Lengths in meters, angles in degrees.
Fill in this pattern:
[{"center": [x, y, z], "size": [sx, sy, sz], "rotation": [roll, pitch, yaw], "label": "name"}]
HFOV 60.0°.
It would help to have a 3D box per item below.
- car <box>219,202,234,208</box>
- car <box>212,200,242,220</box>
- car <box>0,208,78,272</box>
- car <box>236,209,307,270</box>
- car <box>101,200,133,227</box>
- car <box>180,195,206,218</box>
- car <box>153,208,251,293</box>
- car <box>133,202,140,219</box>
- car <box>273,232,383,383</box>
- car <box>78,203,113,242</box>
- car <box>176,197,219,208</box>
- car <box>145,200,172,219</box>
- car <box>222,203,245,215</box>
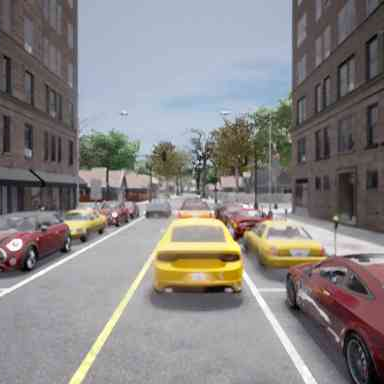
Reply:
[{"center": [2.717, 1.468, 21.421], "size": [1.802, 1.307, 4.206], "rotation": [0, 0, 0], "label": "car"}, {"center": [2.738, 1.423, 26.939], "size": [1.947, 1.339, 4.313], "rotation": [0, 0, 0], "label": "car"}, {"center": [-5.350, 1.383, 10.412], "size": [1.967, 1.590, 4.097], "rotation": [0, 0, 0], "label": "car"}, {"center": [2.675, 1.467, 10.555], "size": [1.752, 1.417, 4.829], "rotation": [0, 0, 0], "label": "car"}, {"center": [-5.308, 1.326, 21.449], "size": [1.967, 1.590, 4.097], "rotation": [0, 0, 0], "label": "car"}, {"center": [0.108, 1.201, 28.626], "size": [2.097, 1.767, 4.553], "rotation": [0, 0, 0], "label": "car"}, {"center": [0.133, 1.429, 8.760], "size": [1.882, 1.535, 5.008], "rotation": [0, 0, 0], "label": "car"}, {"center": [-5.287, 1.440, 26.969], "size": [1.802, 1.307, 4.206], "rotation": [0, 0, 0], "label": "car"}, {"center": [2.654, 1.554, 4.867], "size": [1.802, 1.307, 4.206], "rotation": [0, 0, 0], "label": "car"}, {"center": [-5.330, 1.440, 15.761], "size": [1.752, 1.417, 4.829], "rotation": [0, 0, 0], "label": "car"}, {"center": [0.169, 1.251, 18.794], "size": [2.097, 1.767, 4.553], "rotation": [0, 0, 0], "label": "car"}, {"center": [-2.680, 1.401, 27.850], "size": [2.033, 1.411, 5.357], "rotation": [0, 0, 1], "label": "car"}, {"center": [2.696, 1.459, 15.903], "size": [1.887, 1.381, 4.507], "rotation": [0, 0, 0], "label": "car"}]
